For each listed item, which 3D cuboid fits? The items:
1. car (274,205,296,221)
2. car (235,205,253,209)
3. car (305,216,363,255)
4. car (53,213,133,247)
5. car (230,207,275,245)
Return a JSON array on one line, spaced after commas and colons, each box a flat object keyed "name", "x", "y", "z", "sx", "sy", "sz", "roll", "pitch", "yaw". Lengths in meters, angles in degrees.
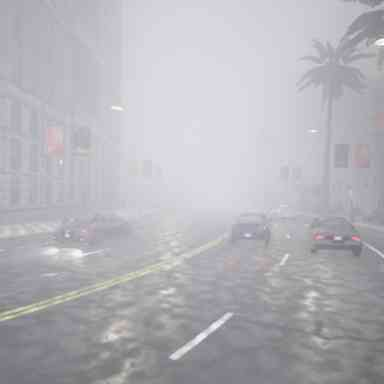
[{"name": "car", "x": 8.673, "y": 1.977, "z": 32.082, "sx": 1.812, "sy": 1.442, "sz": 4.674, "roll": 1, "pitch": 0, "yaw": 4}, {"name": "car", "x": 5.178, "y": 1.945, "z": 32.261, "sx": 1.812, "sy": 1.442, "sz": 4.674, "roll": 1, "pitch": 0, "yaw": 4}, {"name": "car", "x": 6.058, "y": 1.774, "z": 14.544, "sx": 2.033, "sy": 1.411, "sz": 5.357, "roll": 0, "pitch": -1, "yaw": 17}, {"name": "car", "x": -4.590, "y": 1.704, "z": 16.043, "sx": 1.994, "sy": 1.385, "sz": 4.181, "roll": 0, "pitch": -1, "yaw": 21}, {"name": "car", "x": 3.099, "y": 1.751, "z": 16.980, "sx": 1.812, "sy": 1.442, "sz": 4.674, "roll": 0, "pitch": 0, "yaw": 16}]
